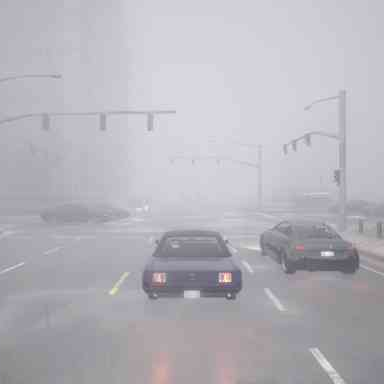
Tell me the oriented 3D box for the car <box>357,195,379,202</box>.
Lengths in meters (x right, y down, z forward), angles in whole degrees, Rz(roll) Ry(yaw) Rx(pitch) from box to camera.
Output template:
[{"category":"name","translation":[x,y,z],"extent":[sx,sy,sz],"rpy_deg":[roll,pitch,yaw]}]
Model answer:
[{"category":"car","translation":[39.163,1.419,74.182],"extent":[3.905,1.438,1.784],"rpy_deg":[0,0,0]}]

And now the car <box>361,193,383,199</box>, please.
[{"category":"car","translation":[39.119,1.208,71.285],"extent":[4.605,1.855,1.932],"rpy_deg":[0,0,0]}]

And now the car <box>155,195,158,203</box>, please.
[{"category":"car","translation":[-8.229,1.352,67.799],"extent":[2.097,1.767,4.553],"rpy_deg":[0,0,-1]}]

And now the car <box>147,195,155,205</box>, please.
[{"category":"car","translation":[-8.157,1.492,57.672],"extent":[2.128,1.511,4.902],"rpy_deg":[0,0,-1]}]

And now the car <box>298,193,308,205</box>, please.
[{"category":"car","translation":[24.097,1.209,65.628],"extent":[4.605,1.855,1.932],"rpy_deg":[0,0,0]}]

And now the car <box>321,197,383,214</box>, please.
[{"category":"car","translation":[16.544,1.547,34.537],"extent":[4.902,1.511,2.128],"rpy_deg":[0,0,-1]}]

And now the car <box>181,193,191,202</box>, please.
[{"category":"car","translation":[-1.339,1.215,76.366],"extent":[2.150,2.045,5.566],"rpy_deg":[0,0,-1]}]

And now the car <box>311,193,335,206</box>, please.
[{"category":"car","translation":[24.187,1.451,60.050],"extent":[3.806,1.475,1.970],"rpy_deg":[0,0,0]}]

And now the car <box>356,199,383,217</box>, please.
[{"category":"car","translation":[18.098,1.619,31.053],"extent":[4.181,1.385,1.994],"rpy_deg":[0,0,-1]}]

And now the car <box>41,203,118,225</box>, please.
[{"category":"car","translation":[-8.068,1.530,23.574],"extent":[4.892,1.490,1.837],"rpy_deg":[-1,0,-1]}]

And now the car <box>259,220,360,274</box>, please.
[{"category":"car","translation":[3.470,1.564,10.579],"extent":[1.994,1.385,4.181],"rpy_deg":[0,0,-1]}]

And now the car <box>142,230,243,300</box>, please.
[{"category":"car","translation":[-0.004,1.601,8.350],"extent":[1.895,1.301,4.718],"rpy_deg":[0,0,0]}]

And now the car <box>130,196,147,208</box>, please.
[{"category":"car","translation":[-8.025,1.505,47.685],"extent":[1.837,1.490,4.892],"rpy_deg":[0,0,-1]}]

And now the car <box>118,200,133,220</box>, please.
[{"category":"car","translation":[-7.246,1.590,27.082],"extent":[4.181,1.385,1.994],"rpy_deg":[0,0,-1]}]

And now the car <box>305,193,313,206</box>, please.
[{"category":"car","translation":[24.167,1.419,62.945],"extent":[3.905,1.438,1.784],"rpy_deg":[0,0,0]}]

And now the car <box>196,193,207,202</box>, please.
[{"category":"car","translation":[2.161,1.215,76.415],"extent":[2.150,2.045,5.566],"rpy_deg":[0,0,-1]}]

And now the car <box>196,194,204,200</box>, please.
[{"category":"car","translation":[2.014,1.386,86.806],"extent":[1.812,1.442,4.674],"rpy_deg":[0,0,-1]}]
